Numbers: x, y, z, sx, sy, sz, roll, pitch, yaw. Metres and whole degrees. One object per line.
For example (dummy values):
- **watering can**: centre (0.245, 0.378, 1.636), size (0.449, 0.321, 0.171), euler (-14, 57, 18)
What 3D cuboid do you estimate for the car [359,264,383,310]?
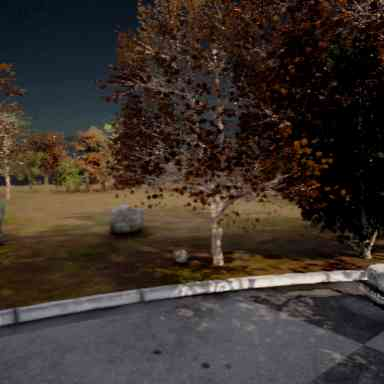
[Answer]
- **car**: centre (5.044, 1.429, 4.712), size (4.718, 1.301, 1.895), euler (0, 3, -5)
